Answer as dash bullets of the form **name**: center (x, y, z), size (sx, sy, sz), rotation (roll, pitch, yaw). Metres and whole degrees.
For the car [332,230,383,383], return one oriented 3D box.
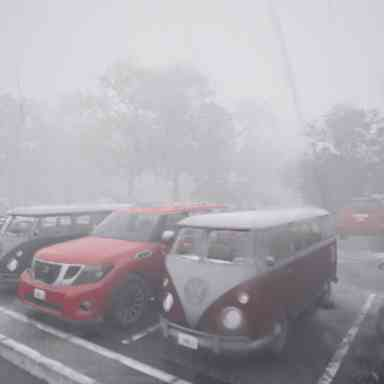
- **car**: center (3.661, 1.526, 4.431), size (2.231, 1.521, 4.892), rotation (0, 0, 36)

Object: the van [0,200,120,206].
- **van**: center (-3.182, 1.352, 9.218), size (1.878, 1.987, 4.442), rotation (0, 0, 36)

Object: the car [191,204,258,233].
- **car**: center (2.238, 1.622, 21.538), size (2.163, 1.488, 4.792), rotation (0, 0, 36)

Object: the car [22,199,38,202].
- **car**: center (-13.573, 1.703, 32.941), size (2.097, 1.535, 5.008), rotation (0, 0, 36)

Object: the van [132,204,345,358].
- **van**: center (1.236, 1.317, 6.040), size (1.878, 1.987, 4.442), rotation (0, 0, 36)

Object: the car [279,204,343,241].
- **car**: center (6.785, 1.556, 18.533), size (1.946, 1.575, 5.366), rotation (0, 0, 36)

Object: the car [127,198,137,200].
- **car**: center (-2.247, 1.501, 24.840), size (2.185, 1.767, 4.553), rotation (0, 0, 36)

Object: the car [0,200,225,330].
- **car**: center (-0.872, 1.309, 7.665), size (2.435, 2.045, 5.566), rotation (0, 0, 36)

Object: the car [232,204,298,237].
- **car**: center (4.521, 1.576, 19.940), size (2.097, 1.535, 5.008), rotation (0, 0, 36)

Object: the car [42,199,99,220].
- **car**: center (-11.329, 1.563, 31.294), size (2.185, 1.767, 4.553), rotation (0, 0, 36)

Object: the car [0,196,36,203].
- **car**: center (-18.110, 1.605, 36.173), size (2.185, 1.767, 4.553), rotation (0, 0, 36)

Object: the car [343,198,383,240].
- **car**: center (8.953, 1.290, 16.780), size (2.435, 2.045, 5.566), rotation (0, 0, 36)

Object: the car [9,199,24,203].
- **car**: center (-15.829, 1.757, 34.574), size (2.002, 1.452, 4.674), rotation (0, 0, 36)

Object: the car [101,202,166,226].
- **car**: center (-4.523, 1.644, 26.446), size (2.231, 1.521, 4.892), rotation (0, 0, 36)

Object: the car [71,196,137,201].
- **car**: center (-6.804, 1.407, 28.044), size (2.435, 2.045, 5.566), rotation (0, 0, 36)
